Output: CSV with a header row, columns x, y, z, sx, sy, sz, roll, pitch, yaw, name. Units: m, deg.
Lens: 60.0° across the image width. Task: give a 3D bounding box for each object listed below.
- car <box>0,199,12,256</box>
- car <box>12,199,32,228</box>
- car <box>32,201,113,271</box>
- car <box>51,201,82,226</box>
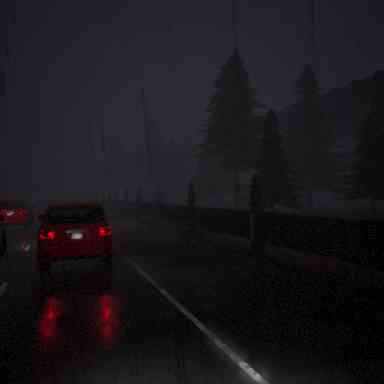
x,y,z,sx,sy,sz,roll,pitch,yaw,name
-7.454,1.396,10.578,2.150,2.045,5.566,-1,0,-21,car
-12.986,1.549,24.455,2.150,2.045,5.566,-1,0,-21,car
-4.191,1.345,11.843,2.150,2.045,5.566,-1,0,-21,car
-10.120,1.638,26.758,2.097,1.767,4.553,-1,0,-21,car
